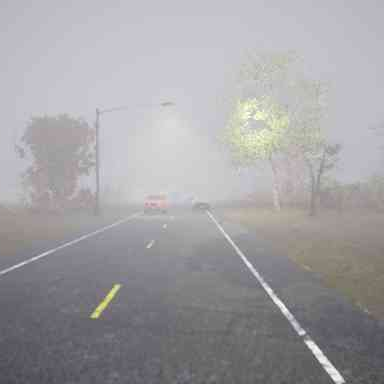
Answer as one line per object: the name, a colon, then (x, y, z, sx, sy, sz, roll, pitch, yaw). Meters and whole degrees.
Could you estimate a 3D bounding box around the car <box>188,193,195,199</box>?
car: (-0.040, 1.142, 90.493, 1.837, 1.490, 4.892, 0, 0, 0)

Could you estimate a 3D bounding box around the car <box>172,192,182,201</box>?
car: (-3.534, 0.970, 75.602, 2.150, 2.045, 5.566, 0, 0, 0)

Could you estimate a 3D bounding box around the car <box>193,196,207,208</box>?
car: (1.029, 1.372, 46.282, 1.882, 1.535, 5.008, 0, 0, 0)

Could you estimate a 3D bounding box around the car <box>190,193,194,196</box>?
car: (1.026, 1.335, 52.474, 1.801, 1.575, 5.366, 0, 0, 0)

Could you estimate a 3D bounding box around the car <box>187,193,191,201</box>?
car: (-0.031, 1.242, 71.307, 1.812, 1.442, 4.674, 0, 0, 0)

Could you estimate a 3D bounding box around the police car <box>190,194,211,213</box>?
police car: (1.034, 1.343, 36.391, 1.930, 1.638, 5.238, 0, 0, 0)

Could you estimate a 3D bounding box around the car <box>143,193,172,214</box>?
car: (-3.609, 1.144, 34.188, 2.150, 2.045, 5.566, 0, 0, 0)
